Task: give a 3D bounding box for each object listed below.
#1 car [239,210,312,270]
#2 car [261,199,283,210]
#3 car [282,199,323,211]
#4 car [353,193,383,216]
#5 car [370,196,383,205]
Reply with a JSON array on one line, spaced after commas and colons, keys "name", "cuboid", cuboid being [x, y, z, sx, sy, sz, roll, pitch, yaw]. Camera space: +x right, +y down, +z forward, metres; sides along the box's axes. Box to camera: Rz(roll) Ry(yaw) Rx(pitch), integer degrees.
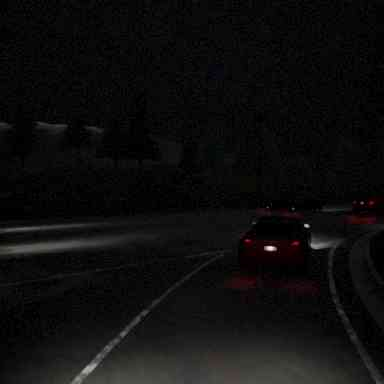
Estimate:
[{"name": "car", "cuboid": [2.895, 1.525, 11.069, 1.994, 1.385, 4.181, 0, 0, 21]}, {"name": "car", "cuboid": [10.420, 1.461, 39.635, 4.718, 1.301, 1.895, 0, 0, -38]}, {"name": "car", "cuboid": [12.542, 1.478, 36.851, 4.718, 1.301, 1.895, 0, 0, -38]}, {"name": "car", "cuboid": [17.571, 1.129, 31.901, 5.566, 2.045, 2.150, 0, 0, -38]}, {"name": "car", "cuboid": [33.223, 1.390, 57.821, 5.357, 1.411, 2.033, 0, 0, -38]}]
